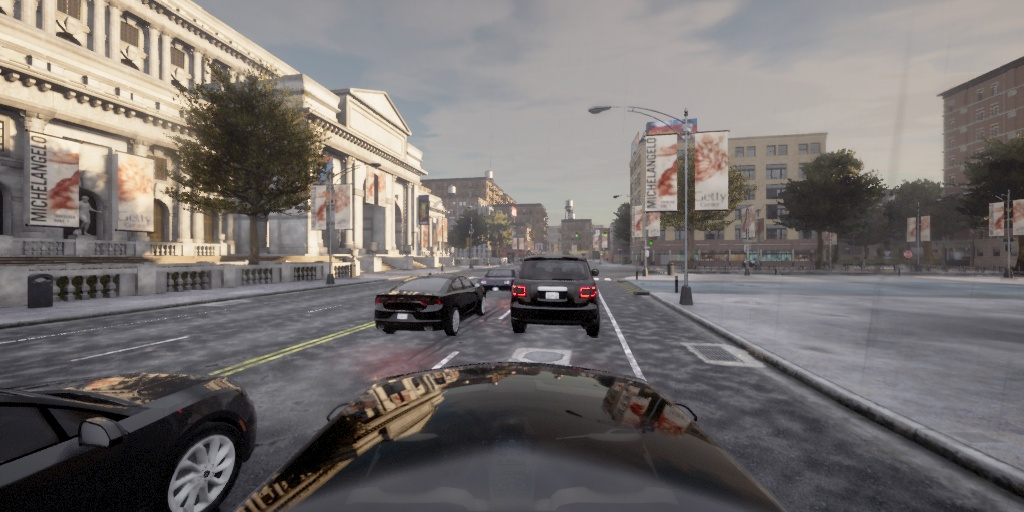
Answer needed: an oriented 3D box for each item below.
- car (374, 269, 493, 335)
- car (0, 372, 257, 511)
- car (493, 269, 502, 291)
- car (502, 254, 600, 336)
[{"bbox_3d":[-2.113,1.228,10.630,1.882,1.535,5.008,0,0,9],"label":"car"},{"bbox_3d":[-3.204,1.255,1.235,1.837,1.490,4.892,0,0,0],"label":"car"},{"bbox_3d":[-0.396,1.351,20.079,1.895,1.301,4.718,0,0,11],"label":"car"},{"bbox_3d":[1.374,0.971,10.616,2.150,2.045,5.566,0,0,10],"label":"car"}]
